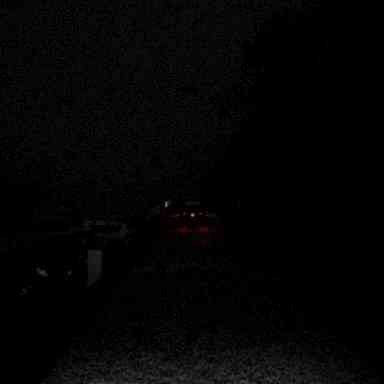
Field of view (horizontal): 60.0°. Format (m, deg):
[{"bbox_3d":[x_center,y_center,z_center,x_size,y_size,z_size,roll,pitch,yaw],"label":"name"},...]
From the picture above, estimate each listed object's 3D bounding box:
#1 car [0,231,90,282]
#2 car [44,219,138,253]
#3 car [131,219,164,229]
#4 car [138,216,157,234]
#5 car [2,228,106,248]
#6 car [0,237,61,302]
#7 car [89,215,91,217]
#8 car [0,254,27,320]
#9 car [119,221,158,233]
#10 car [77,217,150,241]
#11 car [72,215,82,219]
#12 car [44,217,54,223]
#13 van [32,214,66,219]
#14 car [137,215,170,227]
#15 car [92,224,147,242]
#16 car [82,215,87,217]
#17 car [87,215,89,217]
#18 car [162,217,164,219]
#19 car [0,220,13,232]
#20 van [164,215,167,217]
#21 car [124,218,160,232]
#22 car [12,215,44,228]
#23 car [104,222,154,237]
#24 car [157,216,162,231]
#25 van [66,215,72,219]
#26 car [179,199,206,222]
[{"bbox_3d":[-6.786,2.725,13.782,4.553,1.767,2.185,2,-3,-20],"label":"car"},{"bbox_3d":[-6.904,3.112,22.820,5.566,2.045,2.435,2,-3,-20],"label":"car"},{"bbox_3d":[-7.082,5.078,52.990,4.892,1.521,2.231,2,-3,-20],"label":"car"},{"bbox_3d":[-6.994,3.798,34.895,5.566,2.045,2.435,2,-3,-20],"label":"car"},{"bbox_3d":[-6.813,2.897,16.804,4.553,1.767,2.185,2,-3,-20],"label":"car"},{"bbox_3d":[-6.826,2.552,10.748,4.553,1.767,2.185,2,-4,-20],"label":"car"},{"bbox_3d":[-24.185,5.859,71.022,5.566,2.045,2.435,0,-3,-20],"label":"car"},{"bbox_3d":[-6.770,2.508,7.732,4.892,1.521,2.231,2,-3,-20],"label":"car"},{"bbox_3d":[-7.058,4.592,43.929,4.792,1.488,2.163,2,-3,-20],"label":"car"},{"bbox_3d":[-6.891,3.457,28.877,5.566,2.045,2.435,2,-4,-20],"label":"car"},{"bbox_3d":[-24.080,5.359,62.193,5.566,2.045,2.435,0,-4,-20],"label":"car"},{"bbox_3d":[-24.018,4.943,50.354,4.892,1.521,2.231,0,-3,-21],"label":"car"},{"bbox_3d":[-24.171,5.050,56.224,4.442,1.987,1.878,0,-3,-20],"label":"van"},{"bbox_3d":[-7.169,5.336,62.038,5.566,2.045,2.435,2,-3,-20],"label":"car"},{"bbox_3d":[-6.958,3.880,31.879,4.892,1.521,2.231,2,-4,-20],"label":"car"},{"bbox_3d":[-24.099,5.526,65.148,5.566,2.045,2.435,0,-4,-20],"label":"car"},{"bbox_3d":[-24.123,5.974,68.094,4.792,1.488,2.163,0,-4,-21],"label":"car"},{"bbox_3d":[-7.105,4.780,49.981,4.553,1.767,2.185,2,-4,-20],"label":"car"},{"bbox_3d":[-23.912,4.301,38.546,4.792,1.488,2.163,0,-4,-20],"label":"car"},{"bbox_3d":[-7.000,5.026,56.066,4.442,1.987,1.878,2,-4,-20],"label":"van"},{"bbox_3d":[-7.076,4.609,46.957,4.553,1.767,2.185,2,-4,-20],"label":"car"},{"bbox_3d":[-24.028,4.649,47.390,4.553,1.767,2.185,0,-4,-20],"label":"car"},{"bbox_3d":[-7.159,4.212,37.838,5.366,1.575,1.946,2,-3,-20],"label":"car"},{"bbox_3d":[-6.977,4.142,40.948,5.566,2.045,2.435,2,-4,-20],"label":"car"},{"bbox_3d":[-24.190,5.216,59.178,4.442,1.987,1.878,0,-3,-20],"label":"van"},{"bbox_3d":[0.035,1.239,23.381,1.812,1.442,4.674,0,1,0],"label":"car"}]
